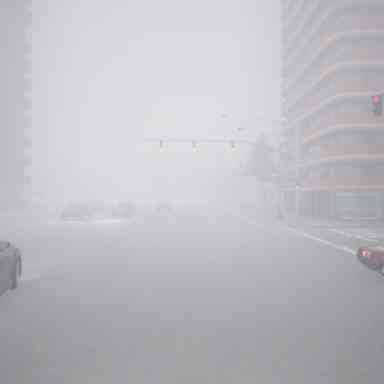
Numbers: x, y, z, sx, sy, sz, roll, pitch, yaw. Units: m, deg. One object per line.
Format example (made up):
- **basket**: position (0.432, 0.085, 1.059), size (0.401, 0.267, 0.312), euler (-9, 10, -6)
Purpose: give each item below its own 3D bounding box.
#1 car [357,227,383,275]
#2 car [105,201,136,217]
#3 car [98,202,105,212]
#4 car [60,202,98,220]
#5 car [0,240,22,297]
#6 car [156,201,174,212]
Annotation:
- **car**: position (6.952, 1.674, 8.805), size (4.718, 1.301, 1.895), euler (0, -1, -16)
- **car**: position (-7.116, 1.754, 34.721), size (2.128, 1.511, 4.902), euler (0, 0, 0)
- **car**: position (-10.627, 1.905, 40.349), size (1.895, 1.301, 4.718), euler (0, 0, 0)
- **car**: position (-10.628, 1.738, 31.094), size (1.837, 1.490, 4.892), euler (0, 0, 0)
- **car**: position (-4.754, 1.397, 6.277), size (2.097, 1.767, 4.553), euler (0, -1, -16)
- **car**: position (-3.479, 1.894, 43.231), size (1.994, 1.385, 4.181), euler (0, 0, 0)
